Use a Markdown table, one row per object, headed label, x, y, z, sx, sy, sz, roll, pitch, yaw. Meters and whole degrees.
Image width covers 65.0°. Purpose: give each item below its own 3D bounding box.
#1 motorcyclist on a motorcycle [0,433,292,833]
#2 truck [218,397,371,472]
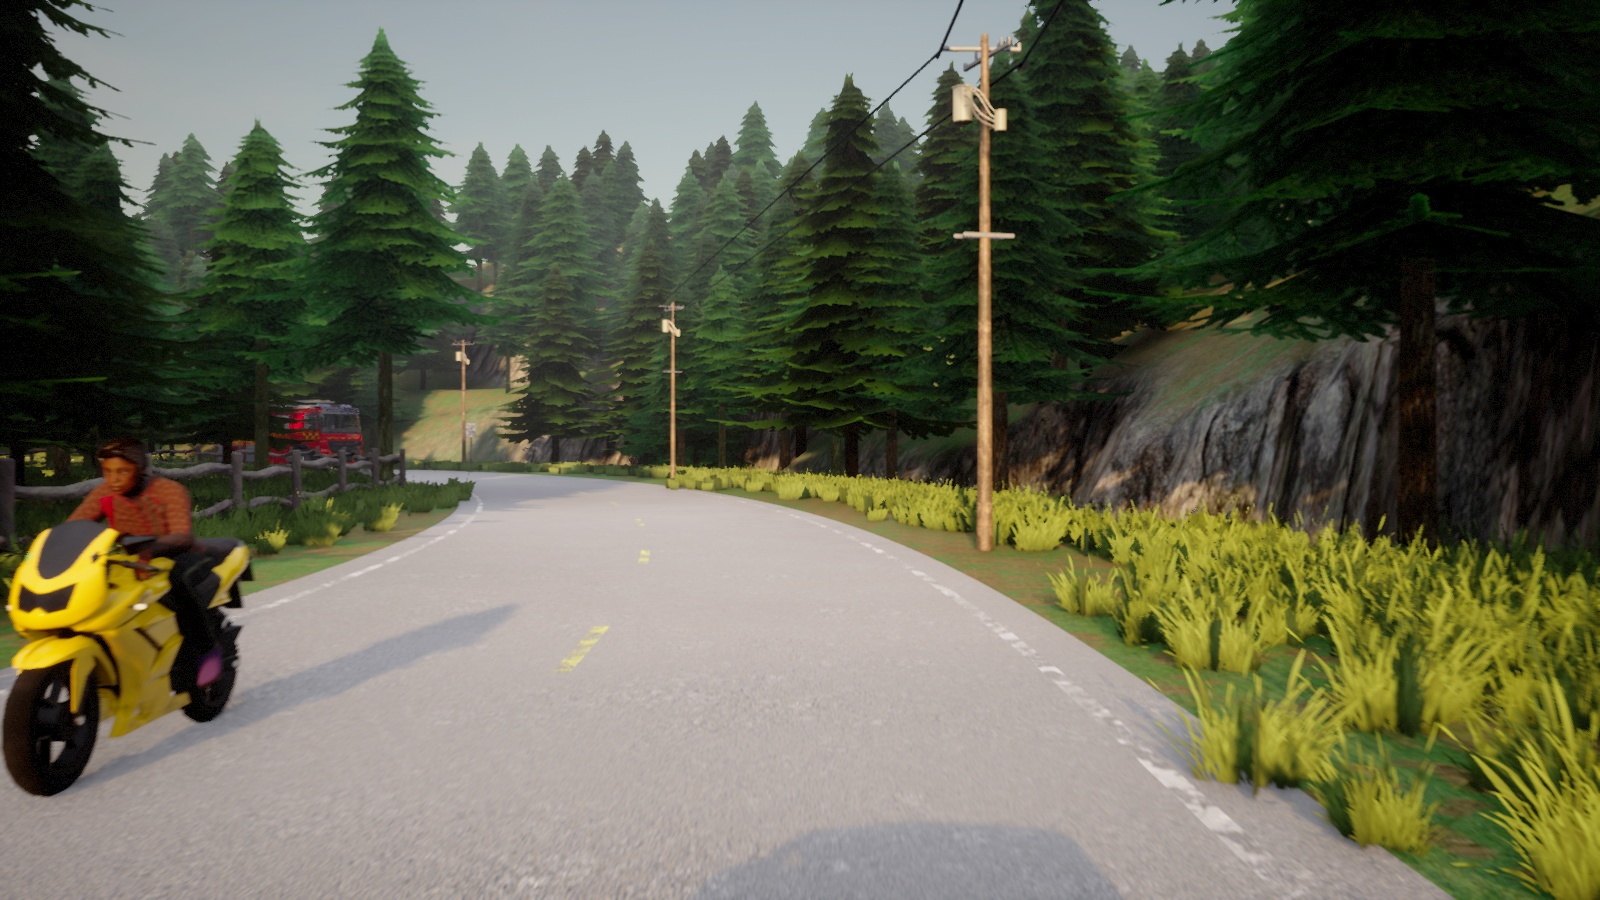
| label | x | y | z | sx | sy | sz | roll | pitch | yaw |
| --- | --- | --- | --- | --- | --- | --- | --- | --- | --- |
| motorcyclist on a motorcycle | -3.158 | 0.693 | 5.806 | 0.797 | 1.523 | 2.044 | 0 | 0 | 0 |
| truck | -27.335 | -0.822 | 67.765 | 8.468 | 3.827 | 2.891 | 0 | 0 | 28 |
